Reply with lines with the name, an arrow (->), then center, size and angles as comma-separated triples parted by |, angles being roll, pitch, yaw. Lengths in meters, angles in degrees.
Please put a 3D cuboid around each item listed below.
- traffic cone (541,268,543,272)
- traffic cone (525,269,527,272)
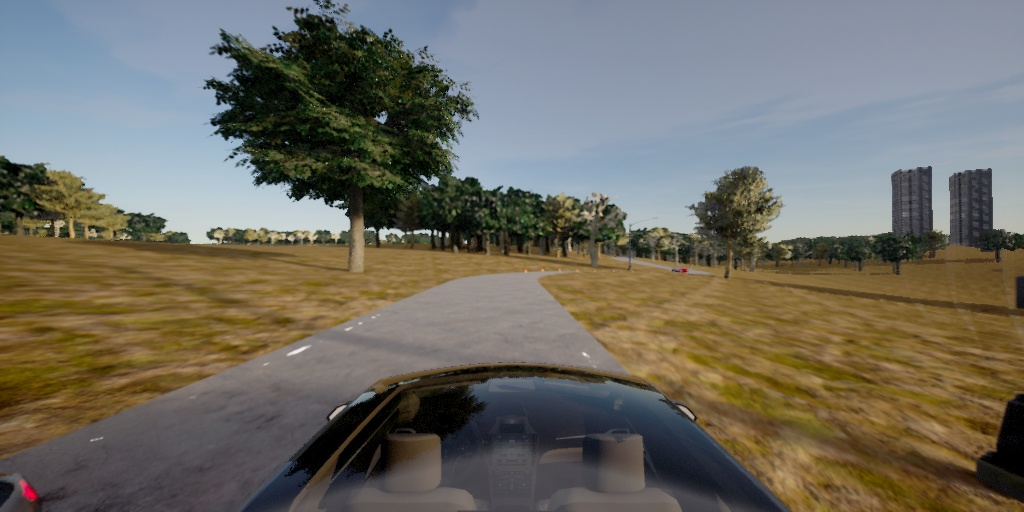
traffic cone -> 4.753, 2.155, 56.135 | 0.340, 0.580, 0.340 | 0, 0, 35
traffic cone -> 1.984, 2.062, 51.640 | 0.340, 0.580, 0.340 | 0, 0, 29
